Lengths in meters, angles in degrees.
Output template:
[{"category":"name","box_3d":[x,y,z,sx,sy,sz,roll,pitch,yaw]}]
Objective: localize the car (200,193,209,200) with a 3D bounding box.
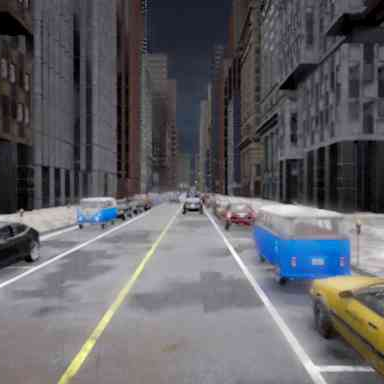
[{"category":"car","box_3d":[2.796,1.082,76.788,1.967,1.590,4.097,0,0,0]}]

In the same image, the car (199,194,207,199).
[{"category":"car","box_3d":[2.802,1.159,88.062,1.947,1.339,4.313,0,0,0]}]

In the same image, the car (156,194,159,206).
[{"category":"car","box_3d":[-5.745,1.344,42.966,1.887,1.381,4.507,0,0,0]}]

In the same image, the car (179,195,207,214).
[{"category":"car","box_3d":[0.098,1.347,33.259,2.163,1.488,4.792,0,0,0]}]

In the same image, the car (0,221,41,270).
[{"category":"car","box_3d":[-5.761,1.522,9.146,1.947,1.339,4.313,0,0,0]}]

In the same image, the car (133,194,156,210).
[{"category":"car","box_3d":[-5.748,1.140,37.328,2.192,1.841,5.009,0,0,0]}]

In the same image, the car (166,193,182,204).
[{"category":"car","box_3d":[-3.013,1.282,56.749,2.033,1.411,5.357,0,0,1]}]

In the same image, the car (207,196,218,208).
[{"category":"car","box_3d":[2.775,1.401,31.700,2.008,1.369,4.403,0,0,0]}]

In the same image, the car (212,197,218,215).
[{"category":"car","box_3d":[2.772,1.401,26.233,1.752,1.417,4.829,0,0,0]}]

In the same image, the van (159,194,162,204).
[{"category":"van","box_3d":[-5.743,1.114,48.602,1.690,1.788,3.998,0,0,0]}]

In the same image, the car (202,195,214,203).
[{"category":"car","box_3d":[2.788,1.265,59.881,1.887,1.381,4.507,0,0,0]}]

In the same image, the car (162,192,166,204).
[{"category":"car","box_3d":[-5.740,1.187,54.239,1.967,1.590,4.097,0,0,0]}]

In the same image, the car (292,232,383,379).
[{"category":"car","box_3d":[2.762,1.507,3.688,1.752,1.417,4.829,0,0,0]}]

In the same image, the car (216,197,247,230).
[{"category":"car","box_3d":[2.769,1.343,20.427,1.967,1.590,4.097,0,0,0]}]

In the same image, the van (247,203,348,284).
[{"category":"van","box_3d":[2.764,1.297,9.153,1.690,1.788,3.998,0,0,0]}]

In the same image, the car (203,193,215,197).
[{"category":"car","box_3d":[2.780,1.238,42.971,1.967,1.590,4.097,0,0,0]}]

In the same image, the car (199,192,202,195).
[{"category":"car","box_3d":[2.785,1.061,54.244,2.192,1.841,5.009,0,0,0]}]

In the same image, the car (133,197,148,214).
[{"category":"car","box_3d":[-5.750,1.417,31.693,1.947,1.339,4.313,0,0,0]}]

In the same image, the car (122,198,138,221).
[{"category":"car","box_3d":[-5.753,1.443,26.056,1.947,1.339,4.313,0,0,0]}]

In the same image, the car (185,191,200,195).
[{"category":"car","box_3d":[0.029,0.969,54.473,2.150,2.045,5.566,0,0,0]}]

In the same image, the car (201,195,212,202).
[{"category":"car","box_3d":[2.791,1.260,65.517,1.947,1.339,4.313,0,0,0]}]

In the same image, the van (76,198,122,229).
[{"category":"van","box_3d":[-5.756,1.245,20.418,1.690,1.788,3.998,0,0,0]}]
